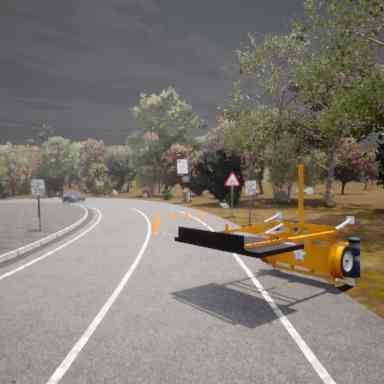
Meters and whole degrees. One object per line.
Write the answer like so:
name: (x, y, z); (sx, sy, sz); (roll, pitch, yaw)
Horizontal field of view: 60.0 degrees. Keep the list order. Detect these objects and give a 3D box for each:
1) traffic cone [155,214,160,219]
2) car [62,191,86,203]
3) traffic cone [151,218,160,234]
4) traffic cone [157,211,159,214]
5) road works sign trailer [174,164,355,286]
traffic cone: (-2.010, 1.690, 18.519); (0.340, 0.580, 0.340); (-1, 2, -4)
car: (-17.208, 0.642, 48.364); (2.097, 1.767, 4.553); (-5, 3, -40)
traffic cone: (-1.862, 1.748, 16.524); (0.340, 0.580, 0.340); (-1, 2, -4)
traffic cone: (-2.160, 1.632, 20.511); (0.340, 0.580, 0.340); (-1, 2, -4)
road works sign trailer: (1.687, 0.773, 7.440); (3.560, 2.880, 2.380); (-1, 1, -38)
